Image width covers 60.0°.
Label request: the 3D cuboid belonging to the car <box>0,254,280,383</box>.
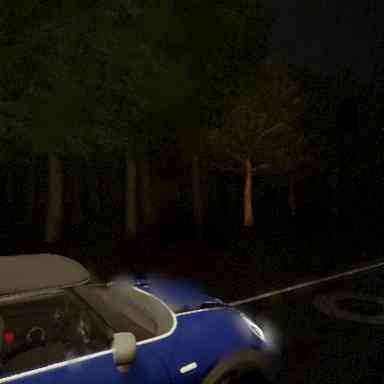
[{"bbox_3d":[-1.369,1.351,2.773,4.553,1.767,2.097,0,0,-35],"label":"car"}]
